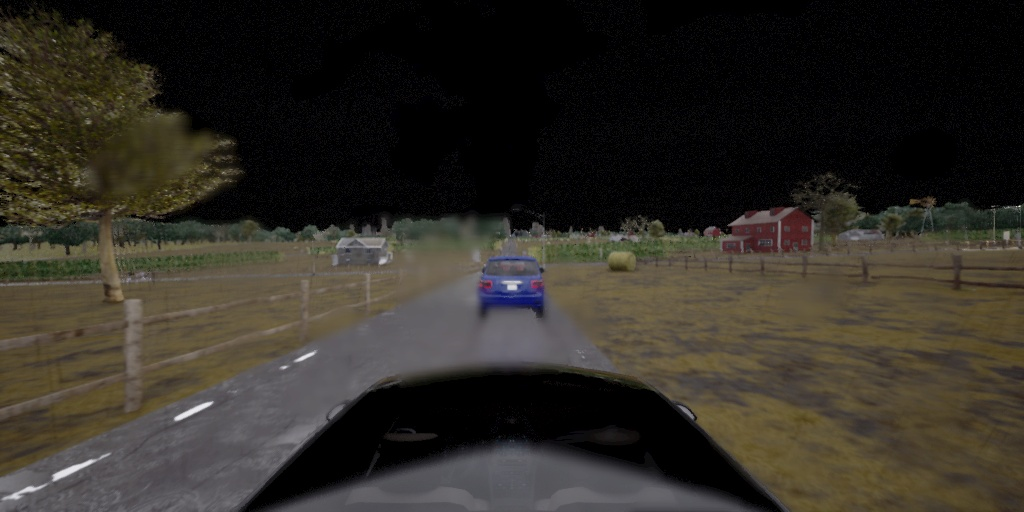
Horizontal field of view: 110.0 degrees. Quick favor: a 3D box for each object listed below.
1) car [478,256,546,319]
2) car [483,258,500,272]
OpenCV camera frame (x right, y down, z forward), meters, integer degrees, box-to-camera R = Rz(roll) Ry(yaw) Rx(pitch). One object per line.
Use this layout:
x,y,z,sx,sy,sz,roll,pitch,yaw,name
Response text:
0.035,1.017,13.249,2.150,2.045,5.566,0,0,1,car
-2.784,1.237,49.204,2.097,1.767,4.553,0,0,1,car
